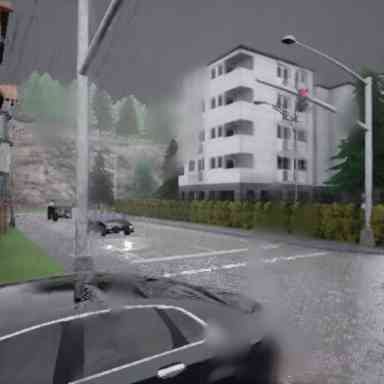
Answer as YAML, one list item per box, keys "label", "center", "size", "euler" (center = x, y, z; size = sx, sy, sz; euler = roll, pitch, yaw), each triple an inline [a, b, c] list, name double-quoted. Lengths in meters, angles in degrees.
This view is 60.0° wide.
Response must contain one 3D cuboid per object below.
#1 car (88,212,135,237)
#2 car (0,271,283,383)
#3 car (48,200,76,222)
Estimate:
- label: "car"
  center: [-5.562, 2.015, 21.734]
  size: [2.033, 1.411, 5.357]
  euler: [1, -1, -33]
- label: "car"
  center: [-1.399, 1.565, 2.728]
  size: [4.892, 1.490, 1.837]
  euler: [1, -1, -33]
- label: "car"
  center: [-13.081, 1.829, 33.529]
  size: [2.150, 2.045, 5.566]
  euler: [1, -1, -32]
